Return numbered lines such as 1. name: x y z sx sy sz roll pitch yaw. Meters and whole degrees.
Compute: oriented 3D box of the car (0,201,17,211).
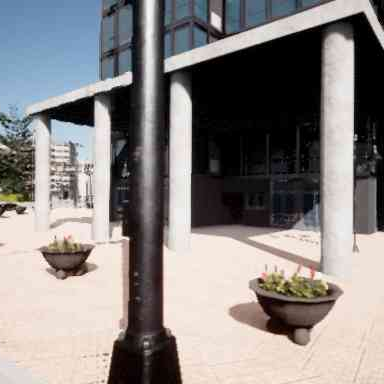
1. car: -25.009 1.797 44.457 1.895 1.301 4.718 1 -1 -11
